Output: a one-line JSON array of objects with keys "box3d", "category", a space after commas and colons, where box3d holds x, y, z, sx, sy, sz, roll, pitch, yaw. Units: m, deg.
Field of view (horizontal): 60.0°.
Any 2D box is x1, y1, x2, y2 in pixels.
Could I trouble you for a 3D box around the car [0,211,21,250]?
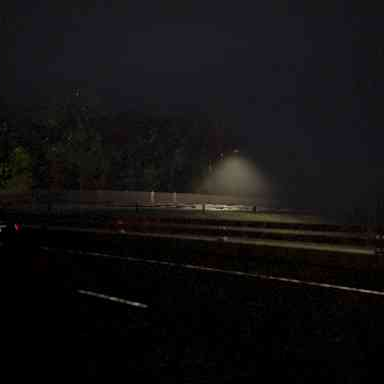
[{"box3d": [-9.229, 1.490, 13.639, 4.553, 1.767, 2.097, -1, 0, 28], "category": "car"}]
